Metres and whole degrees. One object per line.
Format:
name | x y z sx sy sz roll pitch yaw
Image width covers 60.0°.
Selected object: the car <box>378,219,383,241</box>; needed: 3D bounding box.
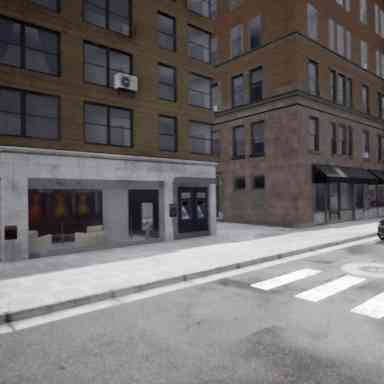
car | 9.979 1.348 14.769 4.902 1.511 2.128 -1 -1 -40
